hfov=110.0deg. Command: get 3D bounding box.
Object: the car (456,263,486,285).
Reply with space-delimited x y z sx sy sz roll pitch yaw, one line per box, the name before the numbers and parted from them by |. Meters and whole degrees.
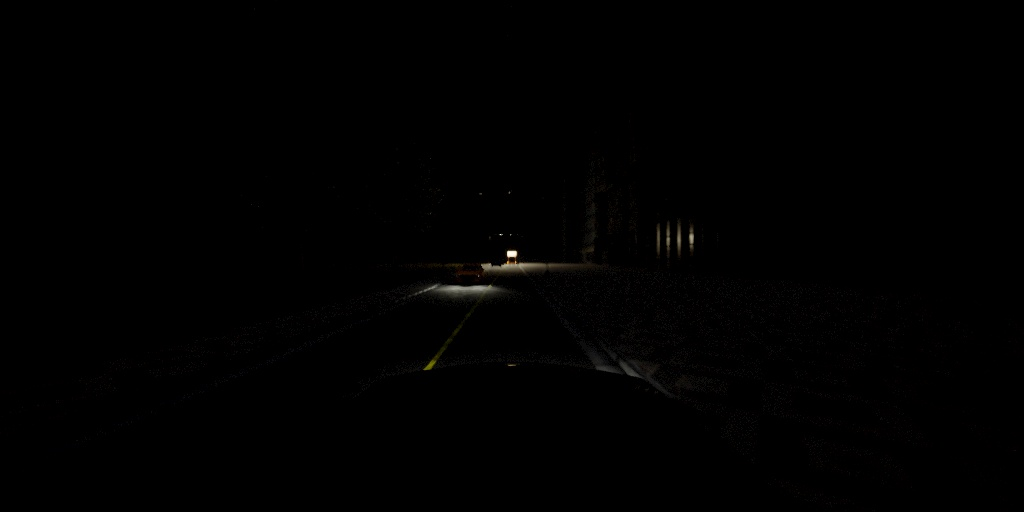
car | -3.098 1.322 27.487 1.882 1.535 5.008 0 0 0
